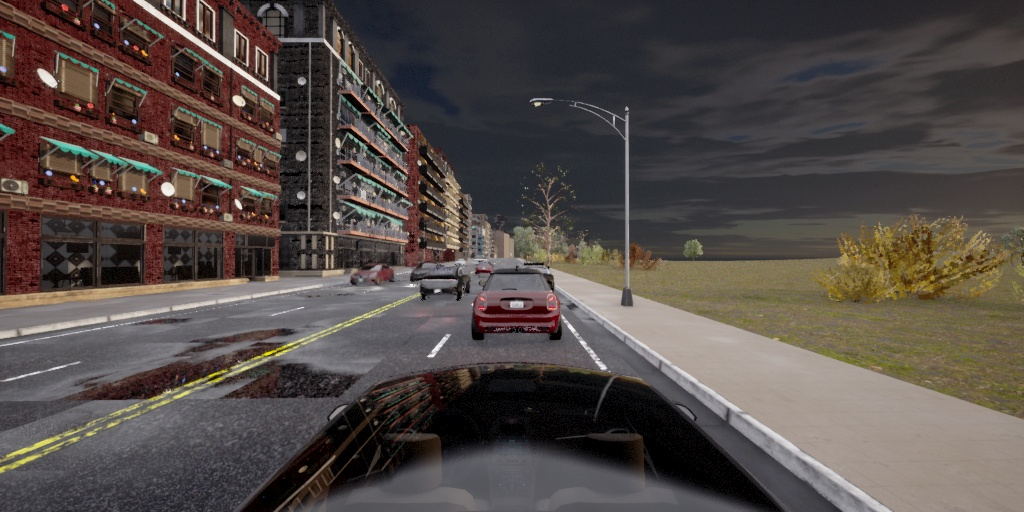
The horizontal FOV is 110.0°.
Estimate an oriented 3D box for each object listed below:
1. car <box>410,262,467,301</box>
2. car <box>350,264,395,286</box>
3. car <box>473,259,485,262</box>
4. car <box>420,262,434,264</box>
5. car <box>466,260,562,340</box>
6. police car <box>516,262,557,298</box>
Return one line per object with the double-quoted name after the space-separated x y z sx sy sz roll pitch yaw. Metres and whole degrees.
-3.115 1.244 17.479 2.128 1.511 4.902 0 0 0 "car"
-9.795 1.278 25.581 1.812 1.442 4.674 0 0 0 "car"
-3.058 1.315 41.112 1.994 1.385 4.181 0 0 0 "car"
-6.540 1.257 27.955 1.837 1.490 4.892 0 0 0 "car"
0.114 1.103 10.109 2.097 1.767 4.553 0 0 0 "car"
1.178 1.177 19.604 1.930 1.638 5.238 0 0 0 "police car"
